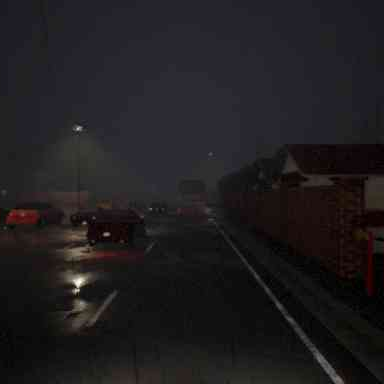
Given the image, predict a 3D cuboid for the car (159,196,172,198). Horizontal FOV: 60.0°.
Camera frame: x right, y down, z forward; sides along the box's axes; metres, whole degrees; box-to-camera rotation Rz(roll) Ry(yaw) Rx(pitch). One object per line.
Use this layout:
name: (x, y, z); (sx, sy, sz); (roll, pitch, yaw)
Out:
car: (-6.986, 1.928, 89.054); (2.033, 1.411, 5.357); (0, 0, 0)

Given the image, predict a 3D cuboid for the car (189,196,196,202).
car: (0.014, 1.889, 89.053); (1.837, 1.490, 4.892); (0, 0, 0)

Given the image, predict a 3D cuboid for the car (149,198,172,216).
car: (-3.394, 1.703, 34.669); (2.033, 1.411, 5.357); (0, 0, 0)

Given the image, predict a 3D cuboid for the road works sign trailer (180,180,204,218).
road works sign trailer: (0.005, 0.610, 32.283); (2.380, 3.560, 2.880); (0, 0, 0)

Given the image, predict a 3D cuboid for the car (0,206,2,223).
car: (-13.942, 1.629, 23.042); (1.812, 1.442, 4.674); (0, 0, 0)

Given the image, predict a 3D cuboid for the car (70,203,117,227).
car: (-6.896, 1.706, 23.519); (1.895, 1.301, 4.718); (0, 0, 0)

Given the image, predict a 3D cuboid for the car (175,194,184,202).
car: (-3.486, 1.614, 89.085); (2.150, 2.045, 5.566); (0, 0, 0)

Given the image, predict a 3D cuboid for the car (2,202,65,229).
car: (-10.396, 1.453, 22.593); (2.097, 1.767, 4.553); (0, 0, 0)

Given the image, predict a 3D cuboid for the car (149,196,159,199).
car: (-10.486, 1.928, 89.053); (2.033, 1.411, 5.357); (0, 0, 0)

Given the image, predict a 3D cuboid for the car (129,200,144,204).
car: (-6.907, 1.711, 41.255); (1.812, 1.442, 4.674); (0, 0, 0)

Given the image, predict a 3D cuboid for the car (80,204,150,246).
car: (-3.399, 1.548, 15.721); (1.882, 1.535, 5.008); (0, 0, 0)

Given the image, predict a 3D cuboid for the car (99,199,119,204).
car: (-10.393, 1.664, 41.561); (1.882, 1.535, 5.008); (0, 0, 0)
